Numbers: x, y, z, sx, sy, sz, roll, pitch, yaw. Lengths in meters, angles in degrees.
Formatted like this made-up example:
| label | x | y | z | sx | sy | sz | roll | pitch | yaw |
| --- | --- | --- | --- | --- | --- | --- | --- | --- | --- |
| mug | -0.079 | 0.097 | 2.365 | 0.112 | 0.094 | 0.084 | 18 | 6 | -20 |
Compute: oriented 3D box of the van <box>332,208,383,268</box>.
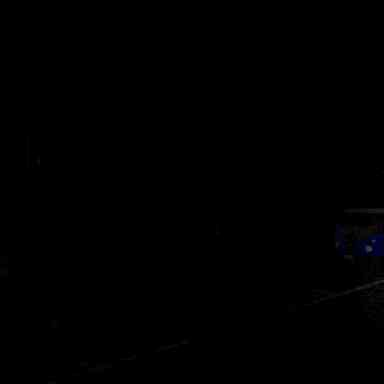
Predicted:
| label | x | y | z | sx | sy | sz | roll | pitch | yaw |
| --- | --- | --- | --- | --- | --- | --- | --- | --- | --- |
| van | 6.339 | 1.413 | 11.042 | 3.998 | 1.788 | 1.690 | 0 | -1 | -35 |
